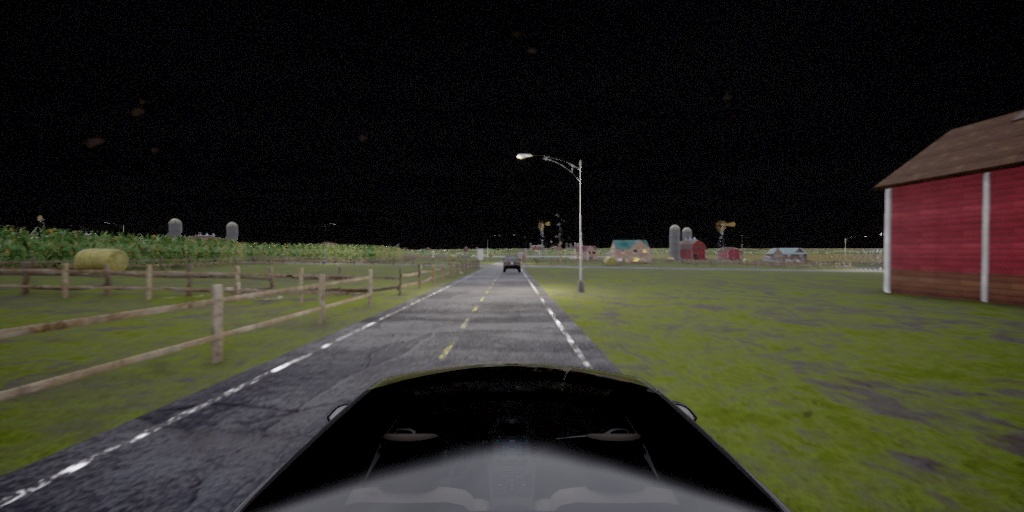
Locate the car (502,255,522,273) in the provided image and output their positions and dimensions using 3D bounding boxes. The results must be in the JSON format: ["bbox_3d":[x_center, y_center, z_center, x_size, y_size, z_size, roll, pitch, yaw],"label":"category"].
[{"bbox_3d":[-0.004,0.939,43.706,2.150,2.045,5.566,0,0,0],"label":"car"}]
